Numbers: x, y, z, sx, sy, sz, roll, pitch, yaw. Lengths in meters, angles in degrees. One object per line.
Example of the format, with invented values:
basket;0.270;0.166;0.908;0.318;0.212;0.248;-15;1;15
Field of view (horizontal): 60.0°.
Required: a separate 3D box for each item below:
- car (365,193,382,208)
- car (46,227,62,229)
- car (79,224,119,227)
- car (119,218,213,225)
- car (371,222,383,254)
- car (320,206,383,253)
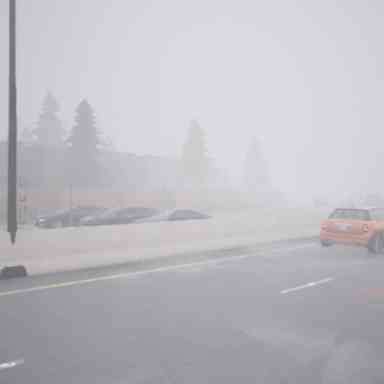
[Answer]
car;26.617;1.239;48.858;2.150;2.045;5.566;0;0;28
car;-7.084;1.507;20.537;4.892;1.490;1.837;0;0;-37
car;-3.804;1.507;18.630;4.892;1.490;1.837;0;0;-37
car;-0.917;1.529;16.438;4.674;1.442;1.812;0;0;-38
car;7.275;1.552;9.188;5.357;1.411;2.033;0;0;-38
car;7.291;1.357;13.762;4.553;1.767;2.097;0;0;-39
